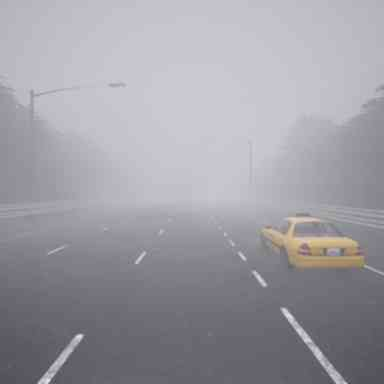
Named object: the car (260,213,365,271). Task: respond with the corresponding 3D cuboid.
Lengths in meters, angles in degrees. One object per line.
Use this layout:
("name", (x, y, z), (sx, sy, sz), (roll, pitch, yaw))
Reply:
("car", (3.509, 1.449, 10.811), (1.801, 1.575, 5.366), (0, 0, 0))
